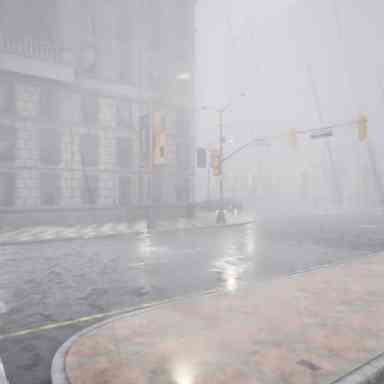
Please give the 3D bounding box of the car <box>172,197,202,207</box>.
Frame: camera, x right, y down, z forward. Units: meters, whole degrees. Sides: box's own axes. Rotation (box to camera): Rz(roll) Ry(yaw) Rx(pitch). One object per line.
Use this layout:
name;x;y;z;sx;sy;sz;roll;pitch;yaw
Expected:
car;-0.828;1.547;52.610;2.033;1.411;5.357;0;0;-35

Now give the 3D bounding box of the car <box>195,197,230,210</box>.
car;2.298;1.564;42.232;1.994;1.385;4.181;0;0;-36

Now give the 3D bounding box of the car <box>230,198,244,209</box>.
car;4.859;1.505;44.665;1.837;1.490;4.892;0;0;-36
